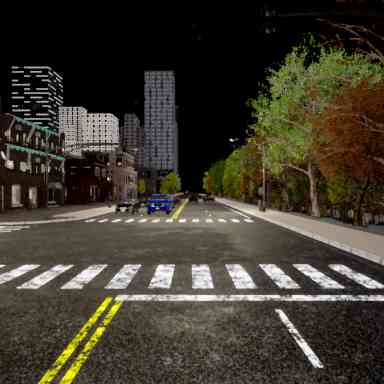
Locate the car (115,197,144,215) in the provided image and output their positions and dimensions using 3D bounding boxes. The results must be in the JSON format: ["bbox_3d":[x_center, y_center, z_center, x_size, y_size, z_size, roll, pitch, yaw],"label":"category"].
[{"bbox_3d":[-6.526,1.481,33.982,2.128,1.511,4.902,0,0,0],"label":"car"}]

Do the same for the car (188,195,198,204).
[{"bbox_3d":[0.246,1.480,65.255,1.837,1.490,4.892,0,0,0],"label":"car"}]

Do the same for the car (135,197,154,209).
[{"bbox_3d":[-6.497,1.485,45.967,1.837,1.490,4.892,0,1,0],"label":"car"}]

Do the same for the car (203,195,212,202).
[{"bbox_3d":[3.414,1.448,74.257,1.882,1.535,5.008,0,0,0],"label":"car"}]

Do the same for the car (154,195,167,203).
[{"bbox_3d":[-6.356,1.467,67.617,2.128,1.511,4.902,0,0,0],"label":"car"}]

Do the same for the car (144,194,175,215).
[{"bbox_3d":[-3.275,1.211,34.425,2.150,2.045,5.566,0,0,0],"label":"car"}]

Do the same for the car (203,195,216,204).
[{"bbox_3d":[3.494,1.467,63.987,2.128,1.511,4.902,0,0,0],"label":"car"}]

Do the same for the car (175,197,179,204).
[{"bbox_3d":[-3.249,1.476,44.878,2.128,1.511,4.902,0,0,0],"label":"car"}]

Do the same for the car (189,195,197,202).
[{"bbox_3d":[0.180,1.493,75.592,1.812,1.442,4.674,0,0,0],"label":"car"}]
